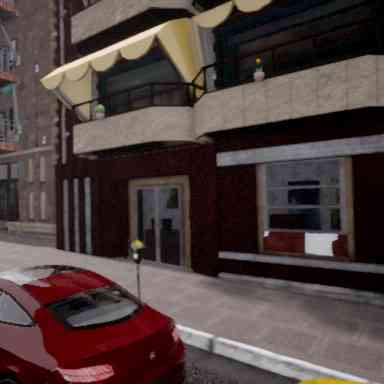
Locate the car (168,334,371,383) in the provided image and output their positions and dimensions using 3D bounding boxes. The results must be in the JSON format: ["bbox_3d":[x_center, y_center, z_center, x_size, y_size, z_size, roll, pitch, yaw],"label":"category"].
[{"bbox_3d":[2.352,1.522,1.069,4.829,1.417,1.752,0,-2,36],"label":"car"}]

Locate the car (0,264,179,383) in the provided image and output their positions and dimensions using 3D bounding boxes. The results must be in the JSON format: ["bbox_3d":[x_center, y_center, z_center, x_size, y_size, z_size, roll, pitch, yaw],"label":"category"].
[{"bbox_3d":[-2.012,1.592,4.179,4.206,1.307,1.802,0,-2,36],"label":"car"}]
